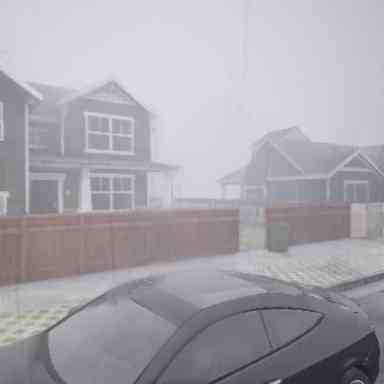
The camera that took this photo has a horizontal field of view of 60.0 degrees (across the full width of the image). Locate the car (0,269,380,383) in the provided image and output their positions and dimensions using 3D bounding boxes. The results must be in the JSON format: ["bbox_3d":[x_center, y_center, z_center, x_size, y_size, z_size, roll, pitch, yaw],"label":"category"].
[{"bbox_3d":[-0.172,1.523,2.874,4.674,1.442,1.812,0,0,-35],"label":"car"}]
